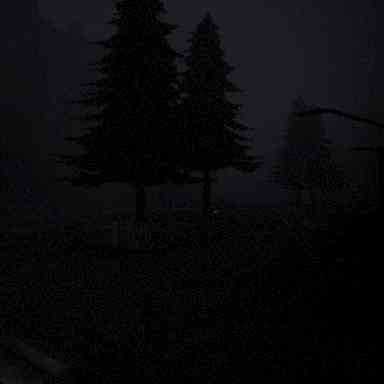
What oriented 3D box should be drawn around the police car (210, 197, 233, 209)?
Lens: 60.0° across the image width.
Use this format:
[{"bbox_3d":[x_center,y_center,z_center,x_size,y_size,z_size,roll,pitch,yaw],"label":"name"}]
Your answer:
[{"bbox_3d":[3.676,1.433,44.752,1.930,1.638,5.238,0,0,34],"label":"police car"}]
